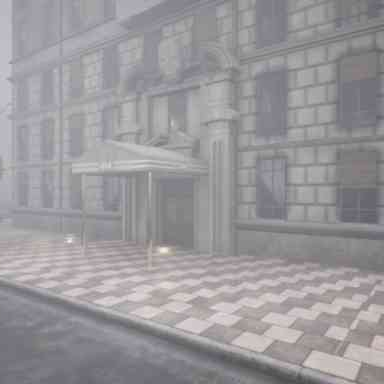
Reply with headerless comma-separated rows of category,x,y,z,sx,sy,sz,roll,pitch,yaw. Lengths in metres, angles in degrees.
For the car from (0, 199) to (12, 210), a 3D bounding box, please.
car,-24.082,1.511,40.173,1.812,1.442,4.674,0,0,36
